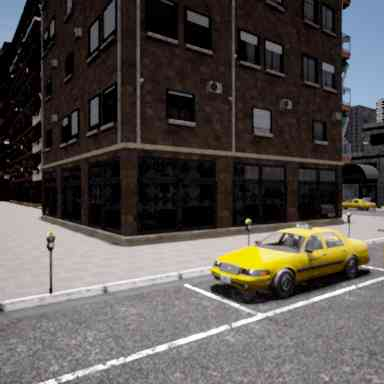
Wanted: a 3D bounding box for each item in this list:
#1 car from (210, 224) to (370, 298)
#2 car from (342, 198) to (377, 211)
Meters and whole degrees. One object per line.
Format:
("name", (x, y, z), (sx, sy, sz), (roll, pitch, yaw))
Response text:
("car", (2.671, 1.520, 8.478), (4.829, 1.417, 1.752), (0, 0, -36))
("car", (19.322, 1.440, 39.711), (1.752, 1.417, 4.829), (0, 0, -35))
